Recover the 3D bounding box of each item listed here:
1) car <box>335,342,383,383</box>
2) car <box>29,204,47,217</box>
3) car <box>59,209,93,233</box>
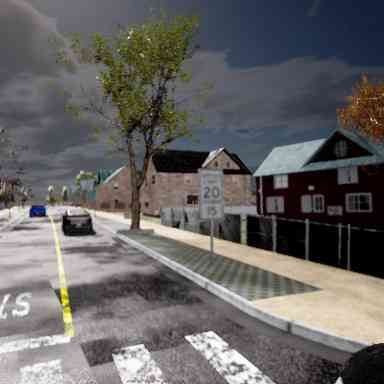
[{"bbox_3d":[3.462,1.594,1.930,4.902,1.511,2.128,1,0,13],"label":"car"},{"bbox_3d":[-19.295,2.308,41.685,1.882,1.535,5.008,0,-1,-24],"label":"car"},{"bbox_3d":[-8.090,1.910,23.145,2.128,1.511,4.902,0,-1,-23],"label":"car"}]
